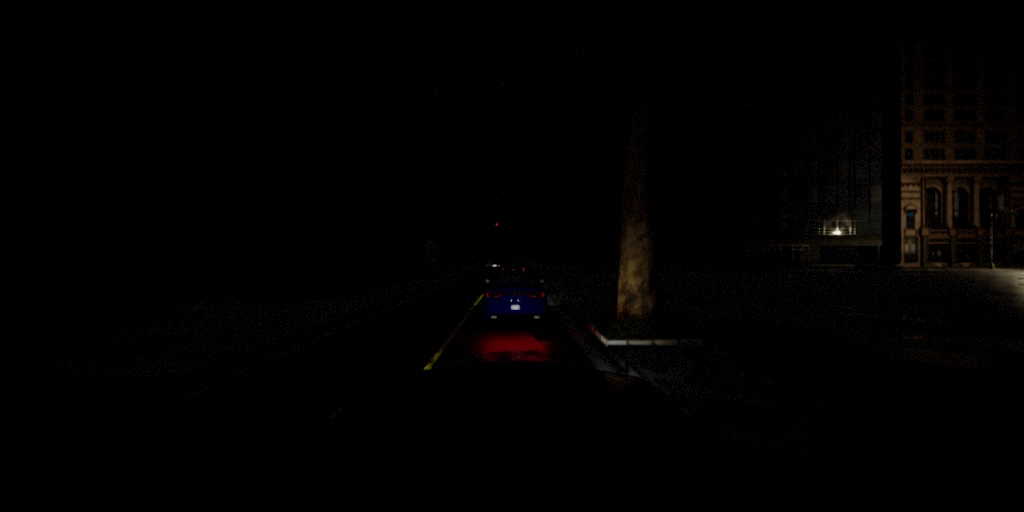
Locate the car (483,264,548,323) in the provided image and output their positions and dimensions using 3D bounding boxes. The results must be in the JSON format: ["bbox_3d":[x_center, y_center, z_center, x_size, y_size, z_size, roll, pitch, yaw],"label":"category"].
[{"bbox_3d":[0.096,1.215,12.097,1.882,1.535,5.008,0,0,0],"label":"car"}]

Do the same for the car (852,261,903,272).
[{"bbox_3d":[45.324,1.277,44.541,4.718,1.301,1.895,0,0,0],"label":"car"}]

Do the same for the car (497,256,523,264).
[{"bbox_3d":[0.090,1.076,28.768,2.097,1.767,4.553,0,0,0],"label":"car"}]
